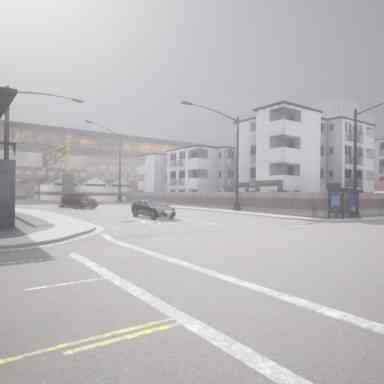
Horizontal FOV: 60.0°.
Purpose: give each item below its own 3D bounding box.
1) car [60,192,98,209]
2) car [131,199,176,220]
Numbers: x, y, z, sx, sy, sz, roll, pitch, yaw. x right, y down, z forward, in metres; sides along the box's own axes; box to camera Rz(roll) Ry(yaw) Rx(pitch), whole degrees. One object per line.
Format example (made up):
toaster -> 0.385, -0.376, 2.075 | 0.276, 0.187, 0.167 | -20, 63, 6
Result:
car -> -12.195, 0.874, 35.889 | 4.553, 1.767, 2.097 | 2, 1, 36
car -> -3.153, 1.340, 26.626 | 2.128, 1.511, 4.902 | 1, 1, -37
